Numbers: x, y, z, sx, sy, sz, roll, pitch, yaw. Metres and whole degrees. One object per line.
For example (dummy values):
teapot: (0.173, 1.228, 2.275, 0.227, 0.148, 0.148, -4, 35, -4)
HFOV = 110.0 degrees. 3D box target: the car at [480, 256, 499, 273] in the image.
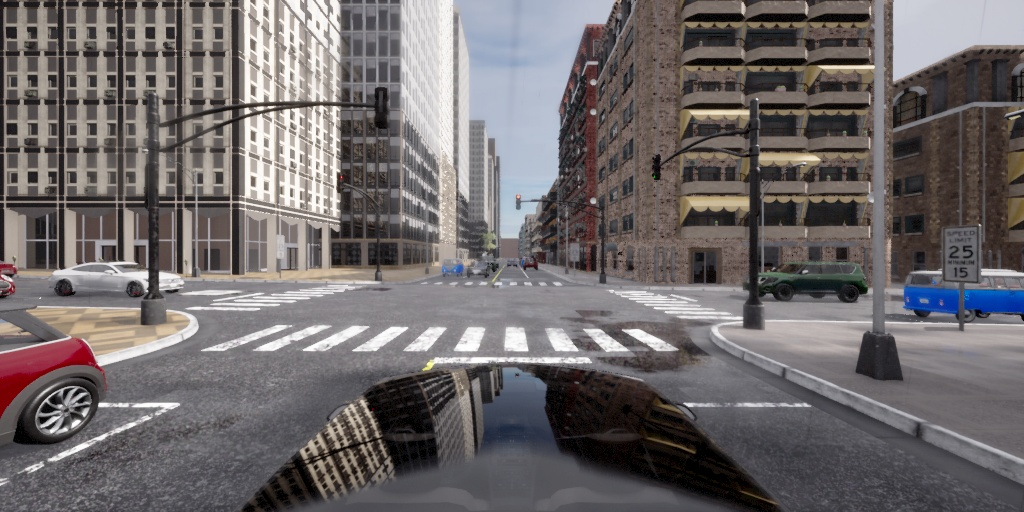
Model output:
car: (-3.133, 0.984, 45.021, 2.150, 2.045, 5.566, 0, 0, 0)

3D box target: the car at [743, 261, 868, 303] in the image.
car: (15.445, 1.297, 19.012, 5.566, 2.045, 2.150, 1, 0, 0)

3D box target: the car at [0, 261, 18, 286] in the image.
car: (-21.156, 0.818, 13.112, 4.097, 1.591, 1.967, 0, 0, 0)

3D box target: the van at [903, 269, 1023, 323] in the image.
van: (16.903, 1.453, 13.091, 3.998, 1.789, 1.690, 0, 0, 0)

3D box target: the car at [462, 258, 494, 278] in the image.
car: (-3.127, 1.247, 33.965, 2.128, 1.511, 4.902, 0, 0, 0)

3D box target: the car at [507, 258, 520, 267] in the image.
car: (0.050, 1.373, 64.508, 1.895, 1.301, 4.718, 0, 0, 0)

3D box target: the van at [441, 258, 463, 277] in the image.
van: (-5.716, 1.097, 34.831, 1.690, 1.789, 3.998, 0, 0, 0)

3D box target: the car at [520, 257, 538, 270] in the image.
car: (2.651, 1.079, 51.492, 2.192, 1.841, 5.009, 0, 0, 0)

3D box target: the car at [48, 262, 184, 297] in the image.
car: (-17.229, 0.976, 15.710, 4.674, 1.442, 1.812, 1, 0, -2)

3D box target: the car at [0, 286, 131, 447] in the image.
car: (-5.691, 1.190, 2.357, 1.967, 1.591, 4.097, 0, 0, 0)
